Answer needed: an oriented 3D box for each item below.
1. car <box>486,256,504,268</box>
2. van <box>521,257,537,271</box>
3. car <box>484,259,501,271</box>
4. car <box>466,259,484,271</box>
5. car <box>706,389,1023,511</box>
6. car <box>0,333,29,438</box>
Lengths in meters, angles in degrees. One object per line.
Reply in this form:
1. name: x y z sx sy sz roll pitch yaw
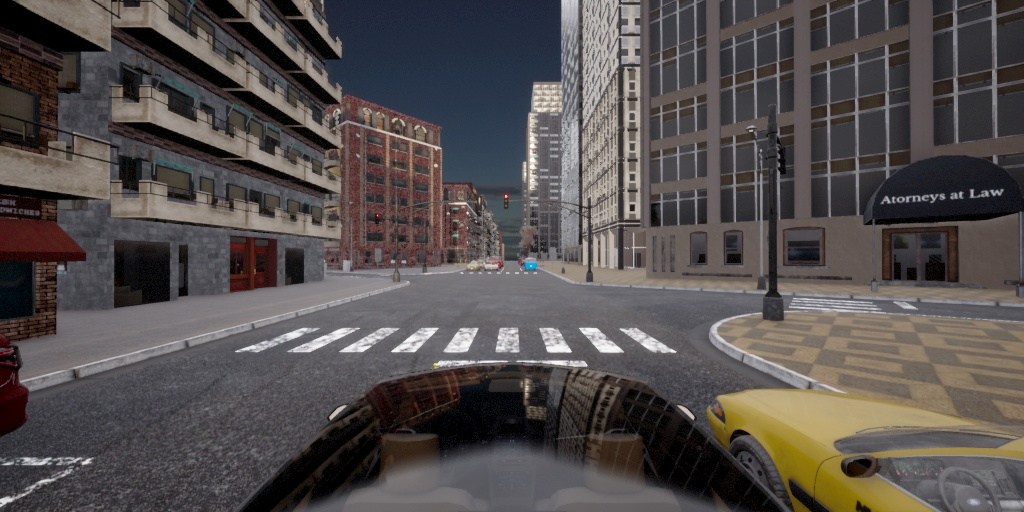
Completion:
1. car: -2.848 1.038 59.686 2.150 2.045 5.566 0 0 0
2. van: 2.552 1.136 50.067 1.690 1.789 3.998 0 0 0
3. car: -2.862 1.397 50.179 1.895 1.301 4.718 0 0 -2
4. car: -5.329 1.321 49.895 1.751 1.417 4.829 0 0 0
5. car: 2.566 1.275 1.244 1.751 1.417 4.829 0 0 0
6. car: -5.314 1.065 1.065 2.192 1.841 5.009 0 0 0
